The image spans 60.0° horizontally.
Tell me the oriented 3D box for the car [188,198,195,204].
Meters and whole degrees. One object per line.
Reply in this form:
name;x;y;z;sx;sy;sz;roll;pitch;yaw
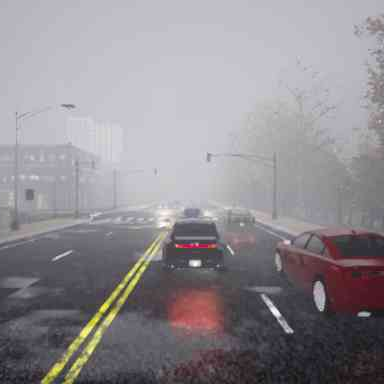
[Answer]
car;-0.139;2.534;87.187;1.812;1.442;4.674;0;-1;0

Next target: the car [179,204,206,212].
car;0.038;1.818;24.558;1.812;1.442;4.674;0;-1;0

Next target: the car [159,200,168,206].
car;-6.621;2.496;77.040;1.895;1.301;4.718;0;-1;0

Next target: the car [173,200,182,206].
car;-3.371;2.454;77.076;1.994;1.385;4.181;0;-1;0

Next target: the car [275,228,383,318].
car;3.337;1.570;7.702;1.882;1.535;5.008;0;-1;0

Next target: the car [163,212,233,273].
car;0.084;1.637;11.082;1.837;1.490;4.892;0;-1;0

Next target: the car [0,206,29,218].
car;-20.010;2.248;36.305;4.313;1.339;1.947;-1;1;0

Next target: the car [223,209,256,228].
car;3.314;1.890;24.355;1.895;1.301;4.718;0;-1;0

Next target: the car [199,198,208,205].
car;3.111;2.365;87.165;2.097;1.767;4.553;0;-1;0
